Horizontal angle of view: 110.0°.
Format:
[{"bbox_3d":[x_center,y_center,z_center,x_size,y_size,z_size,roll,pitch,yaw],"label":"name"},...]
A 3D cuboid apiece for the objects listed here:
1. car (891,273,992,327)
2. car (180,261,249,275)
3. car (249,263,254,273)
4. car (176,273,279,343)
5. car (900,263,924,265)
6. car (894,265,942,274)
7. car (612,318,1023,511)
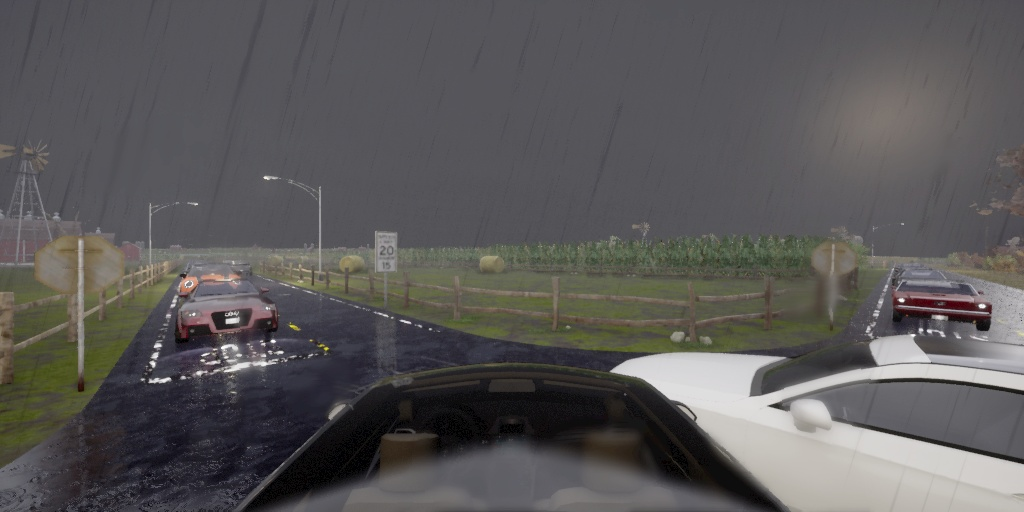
[{"bbox_3d":[13.501,1.398,11.470,4.718,1.301,1.895,0,1,-43],"label":"car"},{"bbox_3d":[-13.741,1.140,16.436,2.097,1.767,4.553,0,0,-42],"label":"car"},{"bbox_3d":[-27.036,1.282,35.645,2.128,1.511,4.902,0,0,-42],"label":"car"},{"bbox_3d":[-7.955,1.355,9.962,1.994,1.385,4.181,0,0,-43],"label":"car"},{"bbox_3d":[27.313,1.401,24.310,4.181,1.385,1.994,0,1,-43],"label":"car"},{"bbox_3d":[20.568,1.363,18.044,5.357,1.411,2.033,0,1,-43],"label":"car"},{"bbox_3d":[2.836,1.294,2.391,1.812,1.442,4.674,0,1,-44],"label":"car"}]
